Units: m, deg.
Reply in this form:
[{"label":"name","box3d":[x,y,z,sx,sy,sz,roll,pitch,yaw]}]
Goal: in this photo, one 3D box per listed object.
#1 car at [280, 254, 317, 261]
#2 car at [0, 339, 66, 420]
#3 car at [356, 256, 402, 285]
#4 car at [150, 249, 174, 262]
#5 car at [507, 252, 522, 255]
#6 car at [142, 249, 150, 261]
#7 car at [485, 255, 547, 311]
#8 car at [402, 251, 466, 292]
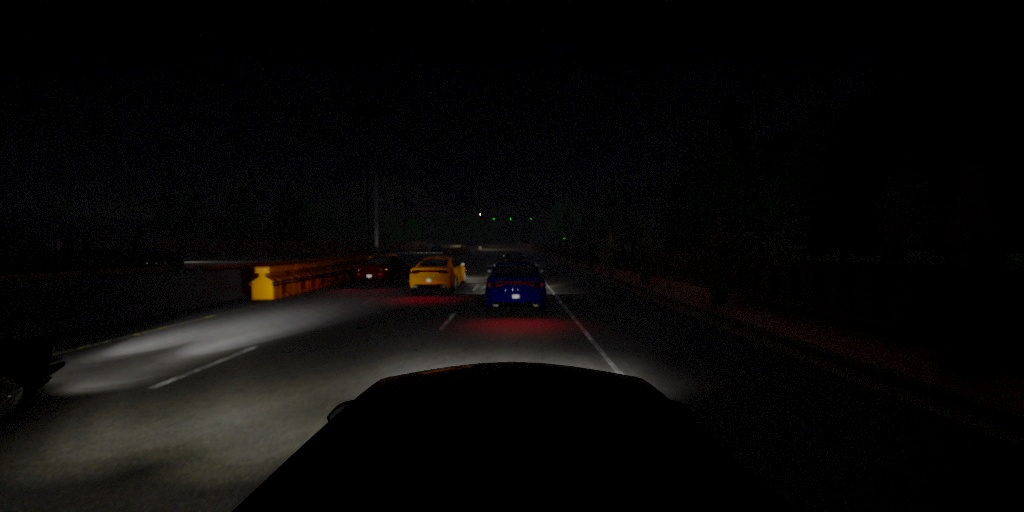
[{"label":"car","box3d":[-13.976,0.596,23.498,1.994,1.385,4.181,0,2,1]},{"label":"car","box3d":[-6.900,1.335,2.587,1.895,1.301,4.718,0,1,0]},{"label":"car","box3d":[-6.853,0.701,19.522,1.812,1.442,4.674,0,2,0]},{"label":"car","box3d":[-40.833,-0.093,40.486,4.902,1.511,2.128,0,2,1]},{"label":"car","box3d":[0.200,0.378,29.528,1.994,1.385,4.181,0,2,0]},{"label":"car","box3d":[-40.725,0.106,36.982,4.181,1.385,1.994,0,2,1]},{"label":"car","box3d":[0.117,0.902,12.651,1.882,1.535,5.008,0,2,0]},{"label":"car","box3d":[-3.365,0.745,16.986,1.882,1.535,5.008,0,2,0]}]
